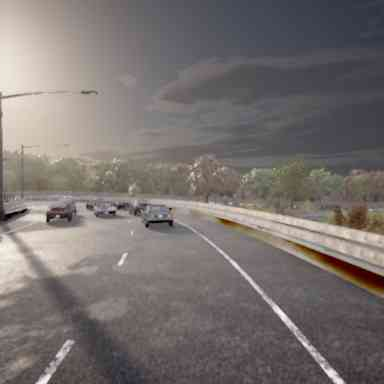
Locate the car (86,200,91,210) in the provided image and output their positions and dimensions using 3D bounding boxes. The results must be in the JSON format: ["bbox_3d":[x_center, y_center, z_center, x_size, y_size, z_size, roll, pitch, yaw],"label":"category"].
[{"bbox_3d":[-12.754,1.646,43.751,1.895,1.301,4.718,-1,0,-24],"label":"car"}]

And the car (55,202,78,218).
[{"bbox_3d":[-12.153,1.660,32.341,1.895,1.301,4.718,-1,0,-19],"label":"car"}]

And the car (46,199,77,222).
[{"bbox_3d":[-10.569,1.559,26.903,1.837,1.490,4.892,-1,0,-16],"label":"car"}]

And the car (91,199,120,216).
[{"bbox_3d":[-8.524,1.625,32.523,1.895,1.301,4.718,-1,0,-19],"label":"car"}]

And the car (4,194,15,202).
[{"bbox_3d":[-45.562,1.518,81.801,5.566,2.045,2.150,0,0,38],"label":"car"}]

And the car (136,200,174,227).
[{"bbox_3d":[-2.449,1.530,22.781,2.033,1.411,5.357,-1,0,-12],"label":"car"}]

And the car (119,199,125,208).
[{"bbox_3d":[-9.367,1.612,44.748,1.895,1.301,4.718,-1,0,-24],"label":"car"}]

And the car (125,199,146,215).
[{"bbox_3d":[-5.203,1.496,33.605,1.837,1.490,4.892,-1,0,-19],"label":"car"}]
